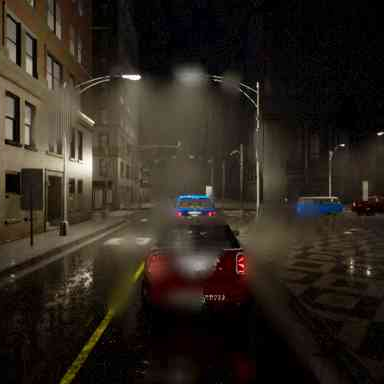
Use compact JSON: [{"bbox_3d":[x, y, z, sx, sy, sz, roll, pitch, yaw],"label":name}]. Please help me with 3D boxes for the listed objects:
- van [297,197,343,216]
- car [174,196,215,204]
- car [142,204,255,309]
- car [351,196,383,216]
[{"bbox_3d":[11.780,1.350,30.766,3.998,1.788,1.690,0,0,-1],"label":"van"},{"bbox_3d":[0.132,1.208,17.887,2.150,2.045,5.566,0,0,0],"label":"car"},{"bbox_3d":[0.116,1.347,8.030,2.097,1.767,4.553,0,0,0],"label":"car"},{"bbox_3d":[17.421,1.323,30.842,5.009,1.841,2.192,0,0,-1],"label":"car"}]
